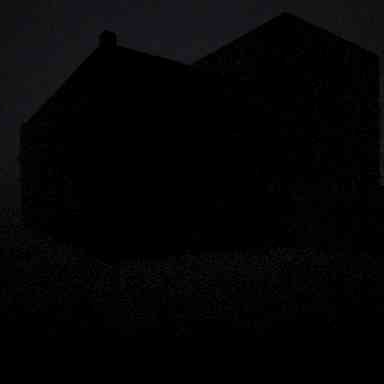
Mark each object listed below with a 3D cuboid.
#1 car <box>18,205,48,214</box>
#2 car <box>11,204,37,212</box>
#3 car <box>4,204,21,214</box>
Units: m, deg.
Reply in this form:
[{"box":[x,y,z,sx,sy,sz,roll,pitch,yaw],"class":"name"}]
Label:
[{"box":[-26.990,2.959,56.430,4.792,1.488,2.163,0,-2,26],"class":"car"},{"box":[-35.066,3.258,69.418,5.366,1.575,1.946,0,-2,26],"class":"car"},{"box":[-28.198,2.681,53.928,4.553,1.767,2.185,0,-3,26],"class":"car"}]
